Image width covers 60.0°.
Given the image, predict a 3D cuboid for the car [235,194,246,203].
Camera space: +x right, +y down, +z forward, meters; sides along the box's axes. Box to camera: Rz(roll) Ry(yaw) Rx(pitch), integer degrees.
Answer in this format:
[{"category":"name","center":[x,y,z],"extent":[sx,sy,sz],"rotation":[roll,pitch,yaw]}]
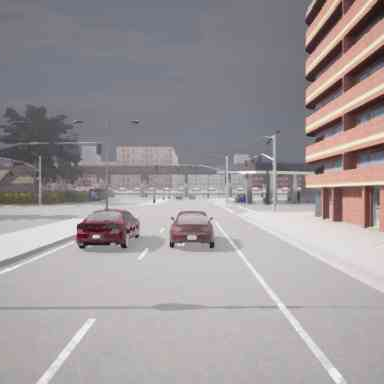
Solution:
[{"category":"car","center":[9.710,1.293,65.641],"extent":[2.242,1.667,4.611],"rotation":[0,0,0]}]

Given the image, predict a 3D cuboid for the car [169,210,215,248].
[{"category":"car","center":[0.002,1.529,14.650],"extent":[1.812,1.442,4.674],"rotation":[0,0,0]}]

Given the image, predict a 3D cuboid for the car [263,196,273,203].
[{"category":"car","center":[15.455,1.454,66.403],"extent":[1.970,1.475,3.806],"rotation":[0,0,0]}]

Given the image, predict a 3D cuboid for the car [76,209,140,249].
[{"category":"car","center":[-3.502,1.481,14.649],"extent":[1.882,1.535,5.008],"rotation":[0,0,0]}]

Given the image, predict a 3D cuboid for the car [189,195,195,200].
[{"category":"car","center":[0.000,1.527,90.316],"extent":[2.033,1.411,5.357],"rotation":[0,0,0]}]

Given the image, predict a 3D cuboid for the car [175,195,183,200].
[{"category":"car","center":[-3.500,1.465,90.316],"extent":[1.882,1.535,5.008],"rotation":[0,0,0]}]
